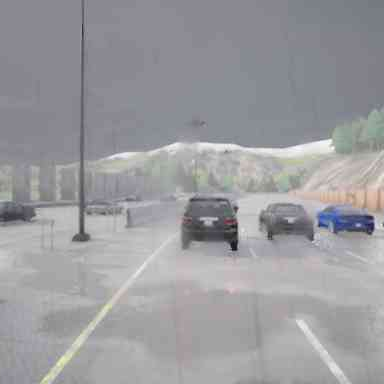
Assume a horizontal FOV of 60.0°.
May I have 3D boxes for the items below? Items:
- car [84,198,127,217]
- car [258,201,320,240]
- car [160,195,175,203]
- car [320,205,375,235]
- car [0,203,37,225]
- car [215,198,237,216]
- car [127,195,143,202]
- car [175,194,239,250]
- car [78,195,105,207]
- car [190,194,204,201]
[{"bbox_3d":[-7.919,1.456,30.187,1.895,1.301,4.718,0,0,10],"label":"car"},{"bbox_3d":[4.589,1.299,16.756,2.097,1.767,4.553,0,0,6],"label":"car"},{"bbox_3d":[-4.405,1.290,62.807,2.033,1.411,5.357,0,0,14],"label":"car"},{"bbox_3d":[8.295,1.430,18.469,1.882,1.535,5.008,0,0,6],"label":"car"},{"bbox_3d":[-12.625,1.420,22.237,2.033,1.411,5.357,0,0,7],"label":"car"},{"bbox_3d":[3.438,1.404,32.730,1.812,1.442,4.674,0,1,11],"label":"car"},{"bbox_3d":[-11.205,1.255,64.445,2.033,1.411,5.357,0,0,14],"label":"car"},{"bbox_3d":[0.815,1.168,14.287,2.150,2.045,5.566,0,0,5],"label":"car"},{"bbox_3d":[-12.637,1.144,42.631,2.097,1.767,4.553,0,0,12],"label":"car"},{"bbox_3d":[1.134,1.204,70.642,1.994,1.385,4.181,0,0,14],"label":"car"}]
